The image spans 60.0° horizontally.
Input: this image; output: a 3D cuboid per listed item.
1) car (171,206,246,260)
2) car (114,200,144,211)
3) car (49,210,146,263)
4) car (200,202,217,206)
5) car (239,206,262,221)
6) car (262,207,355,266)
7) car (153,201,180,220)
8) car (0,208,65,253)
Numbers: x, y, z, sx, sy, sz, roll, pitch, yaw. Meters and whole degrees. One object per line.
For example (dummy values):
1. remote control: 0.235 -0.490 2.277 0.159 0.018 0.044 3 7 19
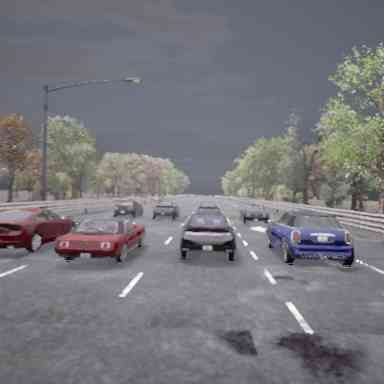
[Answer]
1. car: 0.620 1.522 12.664 2.128 1.511 4.902 1 0 3
2. car: -5.533 1.461 29.425 1.812 1.442 4.674 1 0 3
3. car: -2.935 1.556 11.798 1.895 1.301 4.718 1 0 3
4. car: 1.394 1.570 28.074 2.128 1.511 4.902 1 0 3
5. car: 4.810 1.747 26.432 1.895 1.301 4.718 1 0 3
6. car: 4.104 1.456 12.259 2.097 1.767 4.553 1 0 3
7. car: -2.098 1.497 28.214 2.128 1.511 4.902 1 0 3
8. car: -6.354 1.363 13.268 1.882 1.535 5.008 1 0 3
